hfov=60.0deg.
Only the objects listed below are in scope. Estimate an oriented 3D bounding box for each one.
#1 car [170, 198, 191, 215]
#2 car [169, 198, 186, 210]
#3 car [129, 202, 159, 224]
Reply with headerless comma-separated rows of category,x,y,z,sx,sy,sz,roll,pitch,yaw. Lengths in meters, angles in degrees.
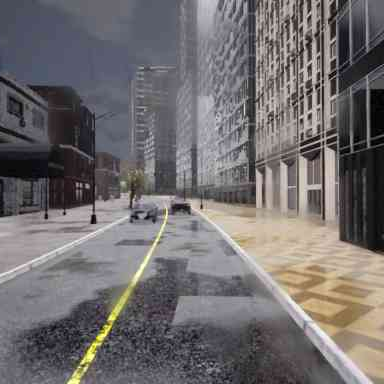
car,-1.132,1.483,33.944,2.128,1.511,4.902,0,0,-4
car,-1.955,1.531,44.367,2.033,1.411,5.357,0,0,-5
car,-3.538,1.486,25.041,2.128,1.511,4.902,0,0,-3
